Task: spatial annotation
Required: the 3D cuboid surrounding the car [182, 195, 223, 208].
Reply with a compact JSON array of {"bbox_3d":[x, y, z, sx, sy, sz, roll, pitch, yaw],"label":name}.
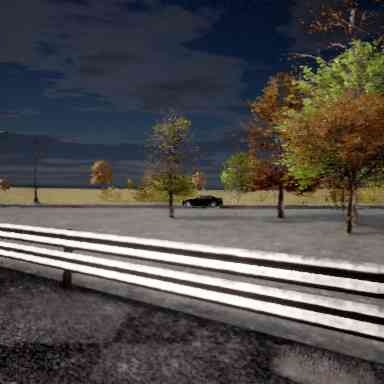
[{"bbox_3d":[1.239,1.070,40.175,5.008,1.535,1.882,0,0,11],"label":"car"}]
